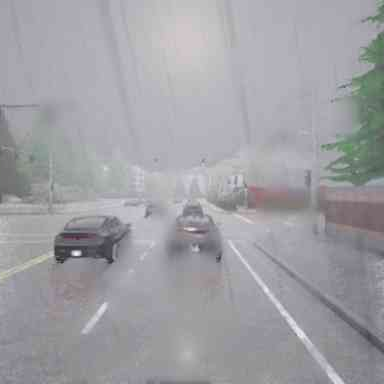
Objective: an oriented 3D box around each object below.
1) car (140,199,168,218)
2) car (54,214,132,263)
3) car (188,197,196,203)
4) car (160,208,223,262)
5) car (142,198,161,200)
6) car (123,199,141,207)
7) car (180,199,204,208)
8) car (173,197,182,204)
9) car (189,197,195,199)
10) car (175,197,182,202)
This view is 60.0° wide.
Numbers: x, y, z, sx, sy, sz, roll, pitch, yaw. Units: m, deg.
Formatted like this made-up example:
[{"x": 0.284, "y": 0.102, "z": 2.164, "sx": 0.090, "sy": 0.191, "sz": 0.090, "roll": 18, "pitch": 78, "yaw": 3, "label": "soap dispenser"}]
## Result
[{"x": -3.414, "y": 1.697, "z": 32.640, "sx": 2.128, "sy": 1.511, "sz": 4.902, "roll": 0, "pitch": 0, "yaw": 0, "label": "car"}, {"x": -3.450, "y": 1.589, "z": 12.301, "sx": 1.837, "sy": 1.490, "sz": 4.892, "roll": 0, "pitch": 0, "yaw": 0, "label": "car"}, {"x": -0.030, "y": 2.015, "z": 88.159, "sx": 2.033, "sy": 1.411, "sz": 5.357, "roll": 0, "pitch": 0, "yaw": 0, "label": "car"}, {"x": 0.087, "y": 1.577, "z": 12.542, "sx": 2.128, "sy": 1.511, "sz": 4.902, "roll": 0, "pitch": 0, "yaw": 0, "label": "car"}, {"x": -7.069, "y": 1.988, "z": 57.513, "sx": 1.895, "sy": 1.301, "sz": 4.718, "roll": 0, "pitch": 0, "yaw": 1, "label": "car"}, {"x": -10.568, "y": 1.915, "z": 57.854, "sx": 1.812, "sy": 1.442, "sz": 4.674, "roll": 0, "pitch": 0, "yaw": 0, "label": "car"}, {"x": 0.086, "y": 1.709, "z": 32.801, "sx": 1.837, "sy": 1.490, "sz": 4.892, "roll": 0, "pitch": 0, "yaw": 0, "label": "car"}, {"x": -3.526, "y": 2.068, "z": 78.649, "sx": 2.033, "sy": 1.411, "sz": 5.357, "roll": 0, "pitch": 0, "yaw": 0, "label": "car"}, {"x": -0.026, "y": 2.083, "z": 79.249, "sx": 1.994, "sy": 1.385, "sz": 4.181, "roll": 0, "pitch": 0, "yaw": 0, "label": "car"}, {"x": -3.530, "y": 1.999, "z": 88.158, "sx": 1.812, "sy": 1.442, "sz": 4.674, "roll": 0, "pitch": 0, "yaw": 0, "label": "car"}]
